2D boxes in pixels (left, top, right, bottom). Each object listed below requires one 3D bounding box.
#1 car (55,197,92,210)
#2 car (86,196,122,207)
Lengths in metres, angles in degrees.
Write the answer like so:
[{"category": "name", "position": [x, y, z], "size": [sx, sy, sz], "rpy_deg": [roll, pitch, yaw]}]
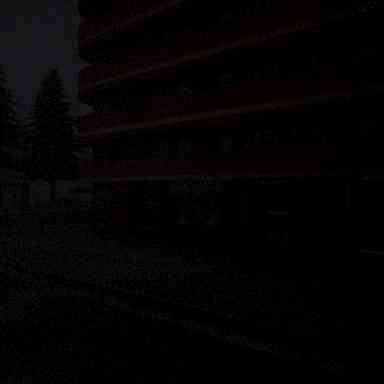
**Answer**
[{"category": "car", "position": [-13.537, 1.352, 37.536], "size": [1.882, 1.535, 5.008], "rpy_deg": [0, 0, 36]}, {"category": "car", "position": [-13.116, 1.337, 49.738], "size": [1.882, 1.535, 5.008], "rpy_deg": [0, 0, 40]}]
